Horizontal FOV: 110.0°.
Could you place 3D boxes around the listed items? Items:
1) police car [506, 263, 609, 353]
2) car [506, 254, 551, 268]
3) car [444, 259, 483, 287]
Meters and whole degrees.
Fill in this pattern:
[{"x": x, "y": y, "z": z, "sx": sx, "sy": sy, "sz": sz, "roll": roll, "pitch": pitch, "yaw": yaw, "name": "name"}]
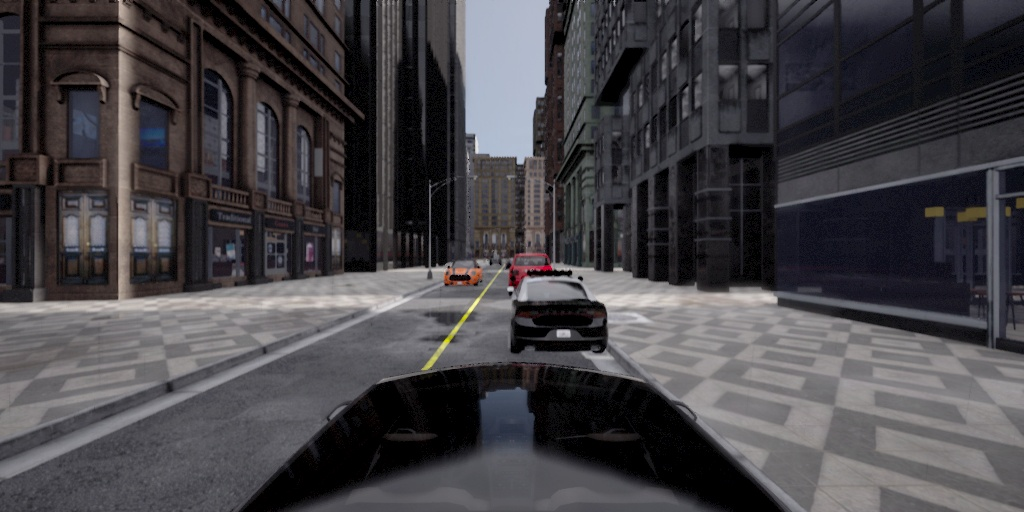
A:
[{"x": 0.905, "y": 1.142, "z": 8.854, "sx": 1.930, "sy": 1.638, "sz": 5.238, "roll": 0, "pitch": 0, "yaw": 0, "name": "police car"}, {"x": 0.915, "y": 0.899, "z": 18.774, "sx": 2.150, "sy": 2.045, "sz": 5.566, "roll": 0, "pitch": 0, "yaw": 0, "name": "car"}, {"x": -3.080, "y": 1.008, "z": 23.440, "sx": 2.097, "sy": 1.767, "sz": 4.553, "roll": 0, "pitch": 0, "yaw": 0, "name": "car"}]
